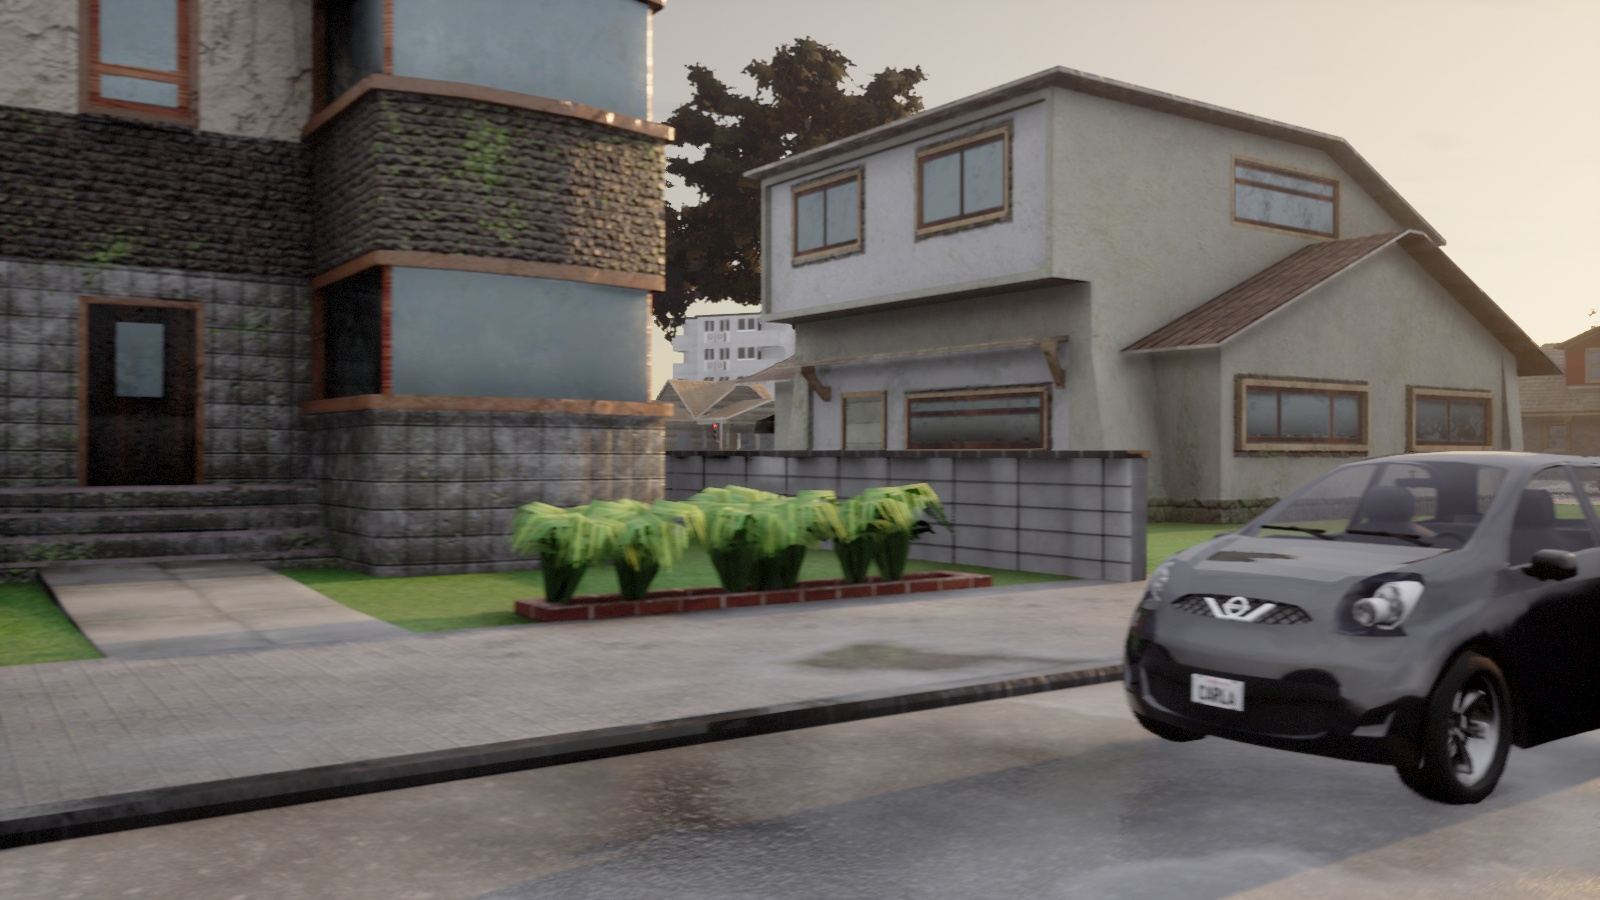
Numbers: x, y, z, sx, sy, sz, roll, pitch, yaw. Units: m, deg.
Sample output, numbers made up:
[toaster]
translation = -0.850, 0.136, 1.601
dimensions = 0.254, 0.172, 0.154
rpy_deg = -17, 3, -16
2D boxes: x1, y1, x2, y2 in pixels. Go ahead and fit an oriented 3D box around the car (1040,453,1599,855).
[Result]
[car]
translation = 3.210, 0.768, 6.502
dimensions = 3.633, 1.501, 1.845
rpy_deg = 0, 0, -35
